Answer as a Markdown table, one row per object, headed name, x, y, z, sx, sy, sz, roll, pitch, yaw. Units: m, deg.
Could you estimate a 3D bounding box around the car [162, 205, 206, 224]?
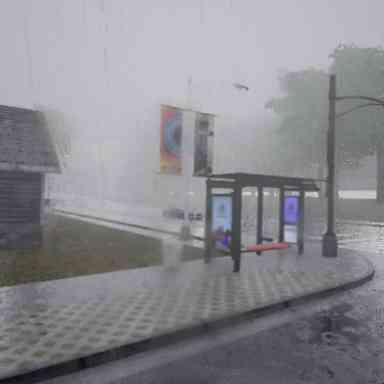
| name | x | y | z | sx | sy | sz | roll | pitch | yaw |
| --- | --- | --- | --- | --- | --- | --- | --- | --- | --- |
| car | -0.407 | 1.717 | 26.288 | 1.895 | 1.301 | 4.718 | 2 | -1 | -35 |
